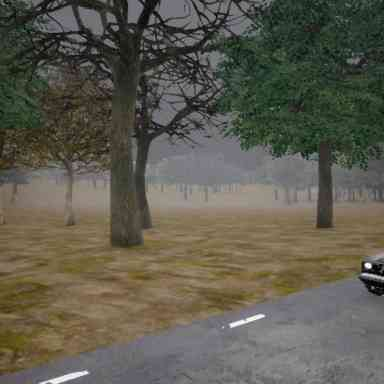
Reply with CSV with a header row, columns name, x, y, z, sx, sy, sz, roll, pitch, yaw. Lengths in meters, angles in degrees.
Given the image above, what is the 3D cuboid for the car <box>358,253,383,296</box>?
name,x,y,z,sx,sy,sz,roll,pitch,yaw
car,5.775,1.608,7.549,4.718,1.301,1.895,0,0,-37
